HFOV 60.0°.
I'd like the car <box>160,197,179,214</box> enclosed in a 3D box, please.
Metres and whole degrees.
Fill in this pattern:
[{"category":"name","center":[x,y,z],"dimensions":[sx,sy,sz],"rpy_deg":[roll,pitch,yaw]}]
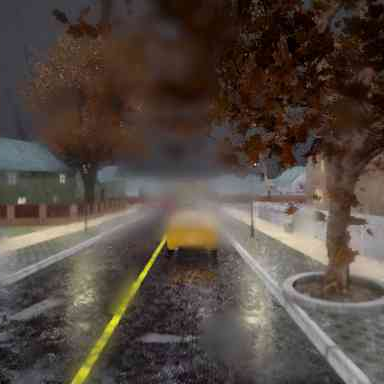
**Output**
[{"category":"car","center":[-2.755,1.630,41.580],"dimensions":[2.150,2.045,5.566],"rpy_deg":[0,-1,0]}]

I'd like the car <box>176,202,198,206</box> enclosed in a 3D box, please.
[{"category":"car","center":[0.012,1.799,27.549],"dimensions":[2.033,1.411,5.357],"rpy_deg":[0,-1,1]}]

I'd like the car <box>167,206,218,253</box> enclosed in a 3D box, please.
[{"category":"car","center":[0.032,1.601,14.262],"dimensions":[1.882,1.535,5.008],"rpy_deg":[0,0,0]}]
